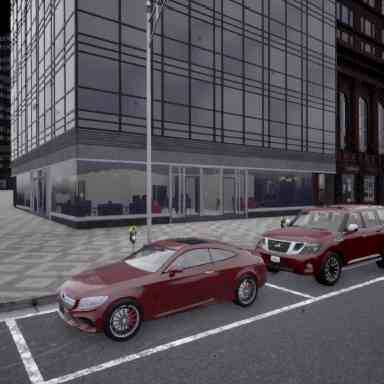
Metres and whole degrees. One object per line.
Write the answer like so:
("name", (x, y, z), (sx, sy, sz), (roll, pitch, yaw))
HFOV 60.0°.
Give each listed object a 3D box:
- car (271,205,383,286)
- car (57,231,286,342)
("car", (4.074, 1.315, 9.578), (5.009, 1.841, 2.192), (0, 0, -36))
("car", (-0.338, 1.582, 6.419), (4.206, 1.307, 1.802), (0, 0, -36))
